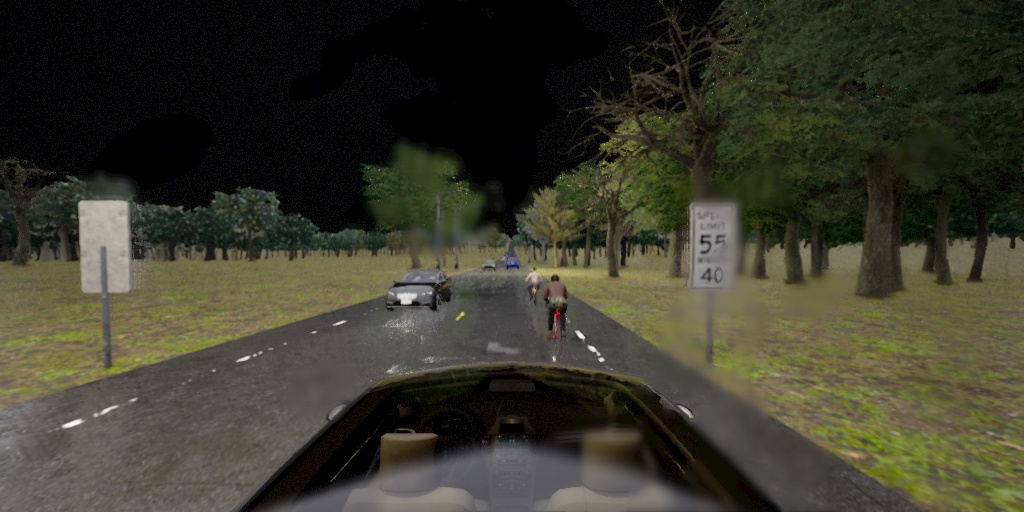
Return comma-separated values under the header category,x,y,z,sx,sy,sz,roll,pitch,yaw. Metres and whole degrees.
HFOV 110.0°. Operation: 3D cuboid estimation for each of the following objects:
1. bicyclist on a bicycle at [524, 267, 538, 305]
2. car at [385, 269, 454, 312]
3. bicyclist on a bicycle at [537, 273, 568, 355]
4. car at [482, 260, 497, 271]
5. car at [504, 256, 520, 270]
category,x,y,z,sx,sy,sz,roll,pitch,yaw
bicyclist on a bicycle,0.961,1.256,15.386,0.866,1.612,1.509,0,-1,0
car,-3.594,1.307,14.660,2.128,1.511,4.902,0,0,0
bicyclist on a bicycle,0.965,1.234,7.832,0.582,1.620,1.656,0,0,0
car,-3.558,1.408,56.463,2.097,1.767,4.553,0,0,0
car,0.124,1.320,62.961,2.150,2.045,5.566,0,0,1
